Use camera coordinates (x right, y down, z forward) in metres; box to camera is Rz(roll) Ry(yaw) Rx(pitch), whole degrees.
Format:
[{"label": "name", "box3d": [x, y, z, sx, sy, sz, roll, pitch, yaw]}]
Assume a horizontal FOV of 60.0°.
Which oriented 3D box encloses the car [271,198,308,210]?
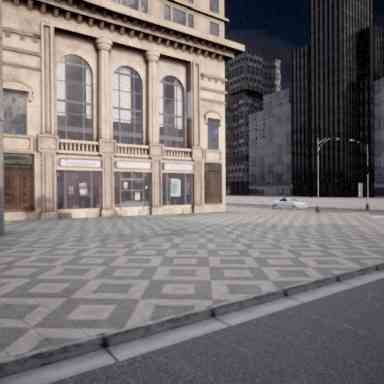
[{"label": "car", "box3d": [11.589, 1.426, 39.871, 1.812, 1.442, 4.674, -1, 1, -34]}]
